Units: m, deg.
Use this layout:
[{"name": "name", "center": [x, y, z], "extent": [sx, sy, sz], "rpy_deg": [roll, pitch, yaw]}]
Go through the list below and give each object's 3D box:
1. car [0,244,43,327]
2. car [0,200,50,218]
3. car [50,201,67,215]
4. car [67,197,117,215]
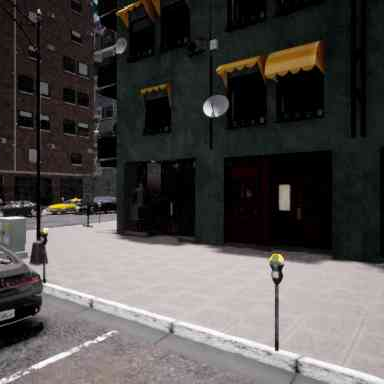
[{"name": "car", "center": [-4.472, 1.551, 6.082], "extent": [4.403, 1.369, 2.008], "rpy_deg": [0, 0, 36]}, {"name": "car", "center": [-13.987, 1.350, 26.115], "extent": [2.008, 1.369, 4.403], "rpy_deg": [1, 1, 35]}, {"name": "car", "center": [-10.887, 1.250, 30.533], "extent": [1.752, 1.417, 4.829], "rpy_deg": [1, 1, 35]}, {"name": "car", "center": [-8.215, 1.199, 29.847], "extent": [2.128, 1.511, 4.902], "rpy_deg": [0, 1, 35]}]
